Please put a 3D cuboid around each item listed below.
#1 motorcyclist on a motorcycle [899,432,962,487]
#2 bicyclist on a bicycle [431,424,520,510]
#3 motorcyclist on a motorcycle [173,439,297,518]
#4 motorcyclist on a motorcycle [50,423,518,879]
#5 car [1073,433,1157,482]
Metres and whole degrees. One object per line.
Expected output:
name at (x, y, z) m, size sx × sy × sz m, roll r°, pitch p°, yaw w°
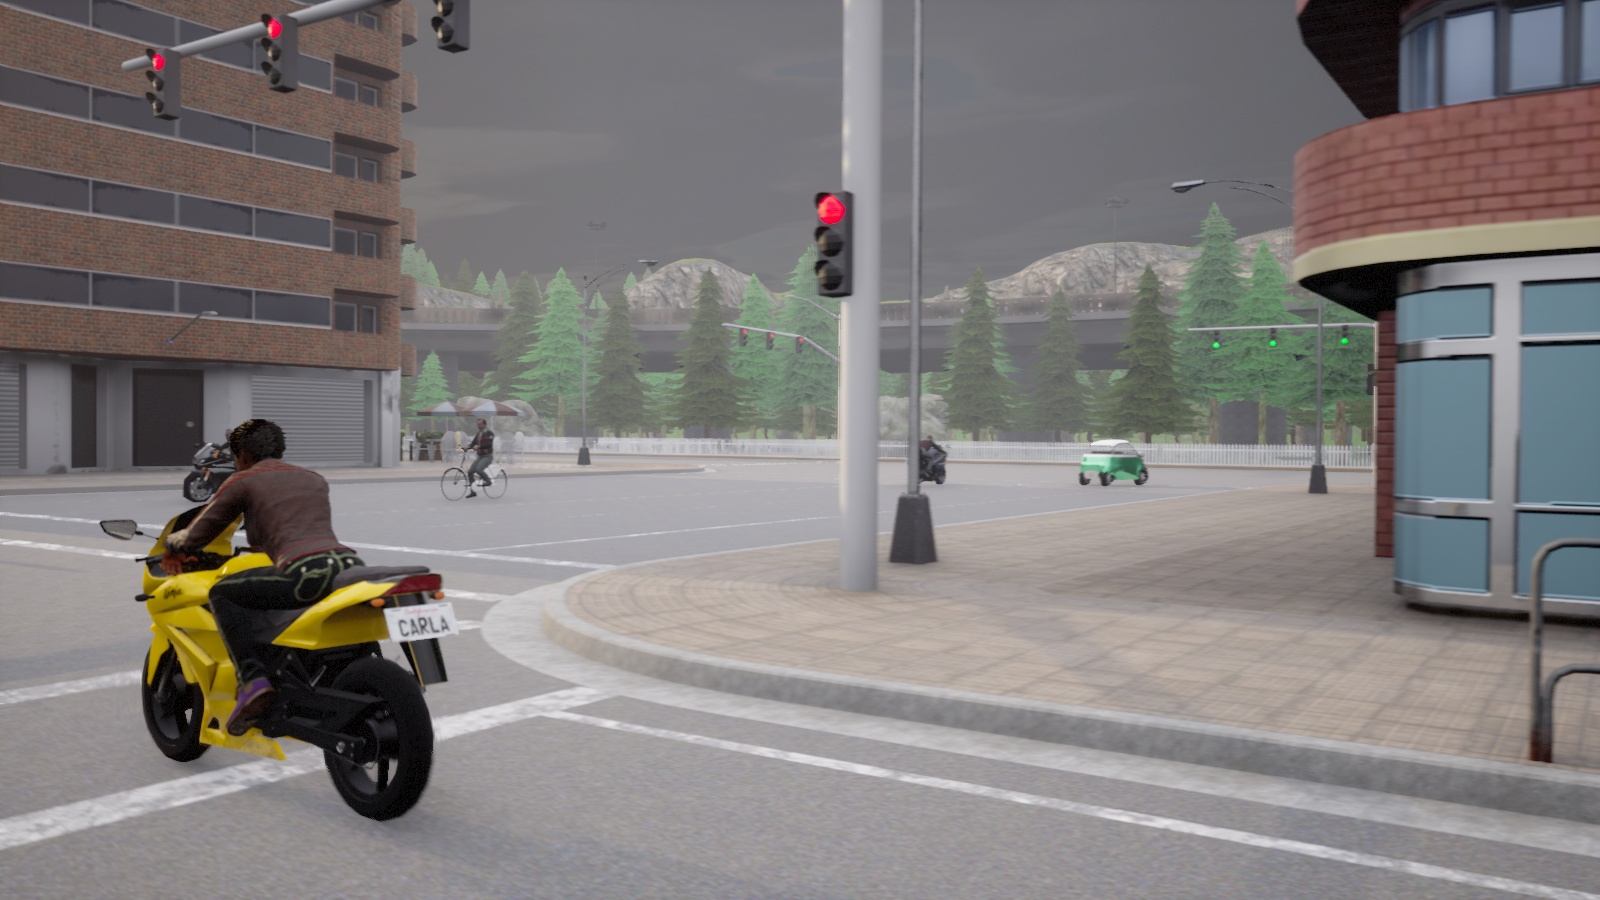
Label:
motorcyclist on a motorcycle at (3.817, 0.260, 36.535) m, size 0.866 × 1.530 × 2.191 m, roll 0°, pitch 1°, yaw 34°
bicyclist on a bicycle at (-6.914, 0.331, 26.845) m, size 0.659 × 1.776 × 1.843 m, roll 0°, pitch 1°, yaw 34°
motorcyclist on a motorcycle at (-11.680, 0.556, 26.027) m, size 0.866 × 1.530 × 2.191 m, roll 0°, pitch 1°, yaw 34°
motorcyclist on a motorcycle at (-2.153, 0.670, 5.117) m, size 2.044 × 1.523 × 0.797 m, roll 0°, pitch 0°, yaw 36°
car at (9.468, 0.204, 37.756) m, size 2.207 × 1.376 × 1.481 m, roll -2°, pitch 1°, yaw -44°
